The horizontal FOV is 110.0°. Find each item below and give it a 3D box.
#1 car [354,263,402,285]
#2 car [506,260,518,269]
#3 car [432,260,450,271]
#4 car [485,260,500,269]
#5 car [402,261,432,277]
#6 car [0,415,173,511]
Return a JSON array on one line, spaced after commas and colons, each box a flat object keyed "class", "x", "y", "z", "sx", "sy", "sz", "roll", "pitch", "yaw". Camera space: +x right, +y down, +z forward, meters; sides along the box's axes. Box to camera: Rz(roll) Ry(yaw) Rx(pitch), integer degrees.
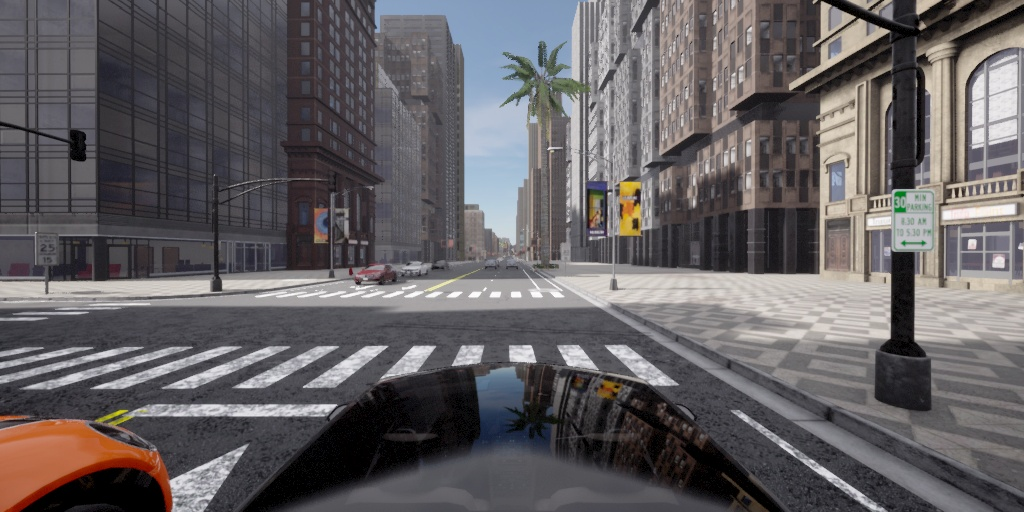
[{"class": "car", "x": -9.847, "y": 1.281, "z": 26.316, "sx": 1.812, "sy": 1.442, "sz": 4.674, "roll": 0, "pitch": 0, "yaw": -1}, {"class": "car", "x": 0.011, "y": 1.334, "z": 55.776, "sx": 2.033, "sy": 1.411, "sz": 5.357, "roll": 0, "pitch": 0, "yaw": 0}, {"class": "car", "x": -9.822, "y": 1.277, "z": 49.292, "sx": 1.837, "sy": 1.490, "sz": 4.892, "roll": 0, "pitch": 1, "yaw": 0}, {"class": "car", "x": -3.239, "y": 1.334, "z": 55.777, "sx": 2.033, "sy": 1.411, "sz": 5.357, "roll": 0, "pitch": 0, "yaw": 0}, {"class": "car", "x": -9.839, "y": 1.286, "z": 36.426, "sx": 1.812, "sy": 1.442, "sz": 4.674, "roll": 0, "pitch": 0, "yaw": 0}, {"class": "car", "x": -3.150, "y": 1.102, "z": 0.298, "sx": 2.097, "sy": 1.767, "sz": 4.553, "roll": 0, "pitch": 0, "yaw": 0}]
